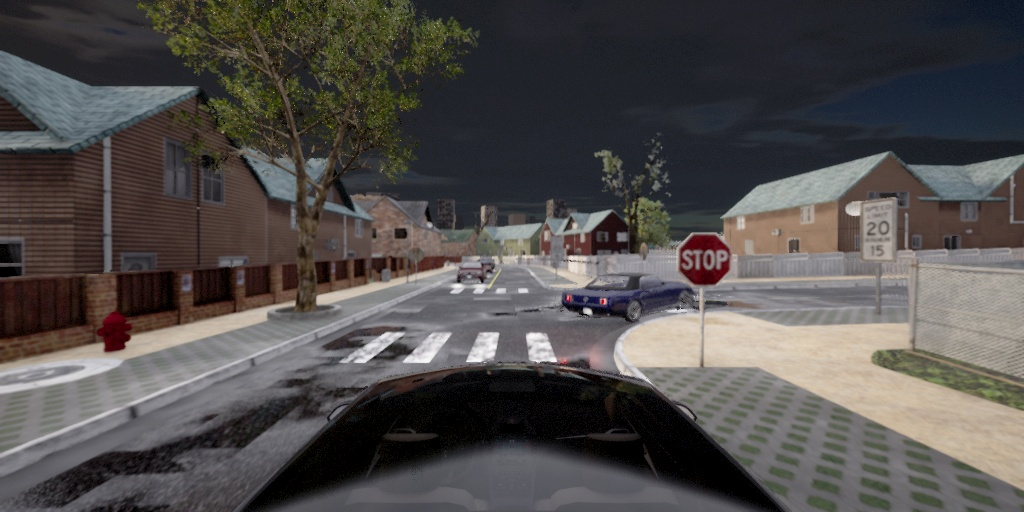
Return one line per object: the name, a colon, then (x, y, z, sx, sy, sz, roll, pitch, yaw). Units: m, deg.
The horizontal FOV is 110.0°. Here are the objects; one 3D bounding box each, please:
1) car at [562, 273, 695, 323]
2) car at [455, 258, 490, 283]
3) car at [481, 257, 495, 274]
car: (3.858, 1.176, 11.353, 4.718, 1.301, 1.895, -2, 0, -38)
car: (-2.851, 1.090, 26.161, 1.812, 1.442, 4.674, 0, 0, 0)
car: (-2.915, 1.051, 36.150, 1.994, 1.385, 4.181, 0, 0, -1)
